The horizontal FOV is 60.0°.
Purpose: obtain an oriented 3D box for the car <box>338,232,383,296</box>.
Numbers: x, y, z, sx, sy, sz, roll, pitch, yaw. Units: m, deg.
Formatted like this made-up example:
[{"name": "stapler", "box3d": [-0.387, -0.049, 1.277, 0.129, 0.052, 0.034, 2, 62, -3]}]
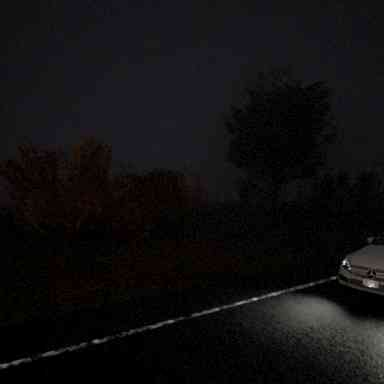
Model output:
[{"name": "car", "box3d": [5.381, 1.519, 7.829, 4.674, 1.442, 1.812, 0, 0, -35]}]
